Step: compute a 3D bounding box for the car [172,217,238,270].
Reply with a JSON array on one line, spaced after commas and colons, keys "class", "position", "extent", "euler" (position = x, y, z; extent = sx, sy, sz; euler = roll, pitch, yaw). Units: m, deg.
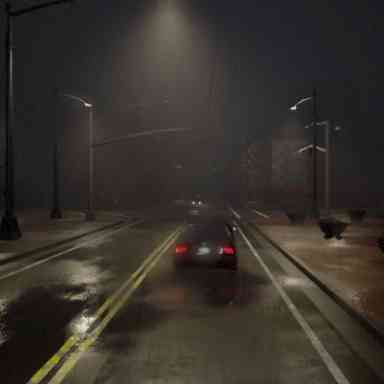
[{"class": "car", "position": [0.495, 1.534, 10.951], "extent": [2.033, 1.411, 5.357], "euler": [0, 0, 4]}]

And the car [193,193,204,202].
[{"class": "car", "position": [1.154, 1.503, 76.294], "extent": [1.895, 1.301, 4.718], "euler": [0, 0, 4]}]
